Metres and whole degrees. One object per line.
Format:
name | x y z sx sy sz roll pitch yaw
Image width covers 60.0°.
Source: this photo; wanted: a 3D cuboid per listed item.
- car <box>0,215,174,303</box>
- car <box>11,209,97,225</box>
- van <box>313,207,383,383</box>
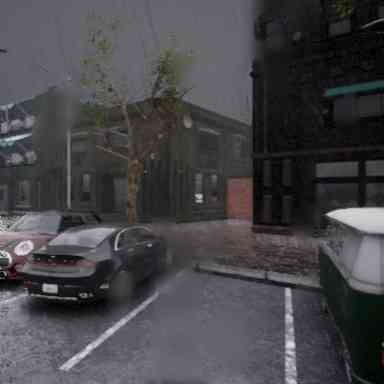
car | -1.897 1.490 8.289 2.231 1.521 4.892 0 -1 15
car | -4.302 1.364 10.041 2.185 1.767 4.553 1 -1 16
van | 2.946 1.263 4.976 1.878 1.987 4.442 0 -1 15
